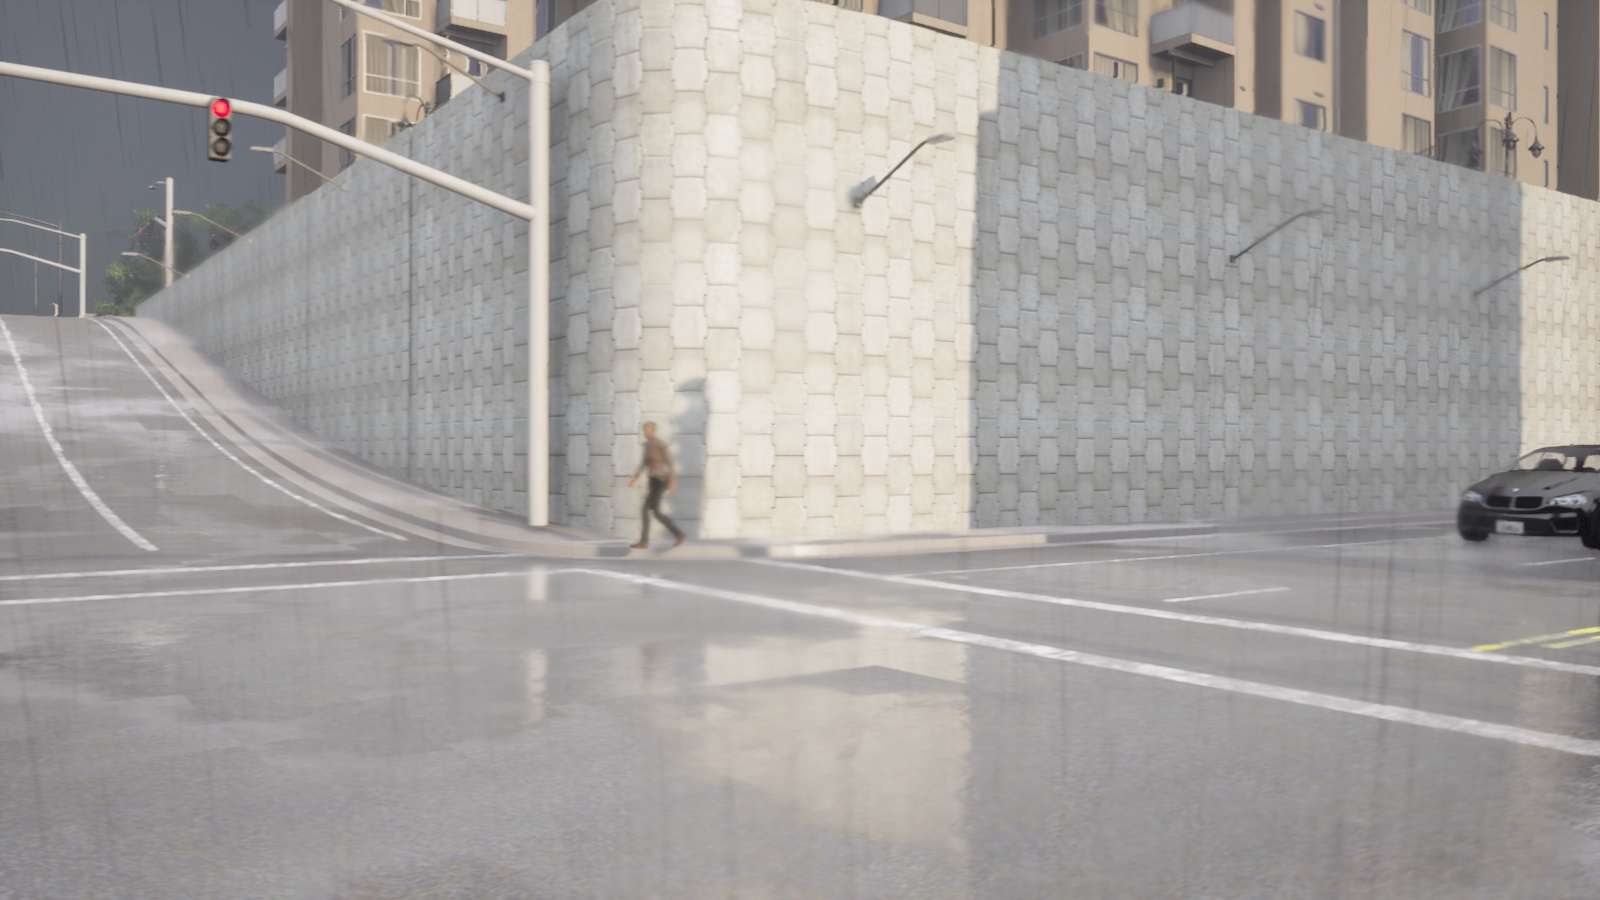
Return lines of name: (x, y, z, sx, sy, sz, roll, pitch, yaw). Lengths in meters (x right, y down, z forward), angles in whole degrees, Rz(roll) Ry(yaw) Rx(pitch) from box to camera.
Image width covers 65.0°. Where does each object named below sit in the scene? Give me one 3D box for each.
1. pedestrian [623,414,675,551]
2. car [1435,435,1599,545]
pedestrian: (-2.075, 0.435, 17.270, 0.634, 1.846, 0.331, 0, 0, -34)
car: (13.121, 0.614, 21.321, 4.611, 1.667, 2.242, 0, 0, -35)
